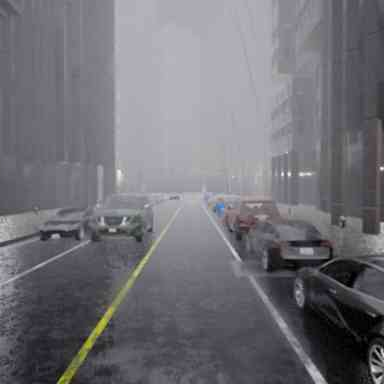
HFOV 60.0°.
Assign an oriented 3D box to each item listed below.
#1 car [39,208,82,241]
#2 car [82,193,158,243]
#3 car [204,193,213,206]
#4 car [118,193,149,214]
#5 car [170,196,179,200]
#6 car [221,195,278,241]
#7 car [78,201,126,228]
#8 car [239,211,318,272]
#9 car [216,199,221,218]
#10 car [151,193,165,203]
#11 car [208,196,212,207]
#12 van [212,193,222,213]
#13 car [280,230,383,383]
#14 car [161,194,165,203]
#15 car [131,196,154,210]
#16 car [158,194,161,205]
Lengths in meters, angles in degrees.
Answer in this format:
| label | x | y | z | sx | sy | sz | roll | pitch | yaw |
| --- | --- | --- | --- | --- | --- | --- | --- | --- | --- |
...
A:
| label | x | y | z | sx | sy | sz | roll | pitch | yaw |
| --- | --- | --- | --- | --- | --- | --- | --- | --- | --- |
| car | -5.668 | 1.447 | 15.983 | 1.947 | 1.339 | 4.313 | -1 | 0 | 0 |
| car | -3.094 | 1.105 | 15.718 | 2.150 | 2.045 | 5.566 | 0 | 0 | 0 |
| car | 2.871 | 1.191 | 44.272 | 1.752 | 1.417 | 4.829 | -1 | 0 | 0 |
| car | -5.662 | 1.069 | 32.855 | 2.192 | 1.841 | 5.009 | -1 | 0 | 0 |
| car | -2.974 | 0.875 | 57.389 | 1.895 | 1.301 | 4.718 | 0 | 0 | 0 |
| car | 2.855 | 1.197 | 15.980 | 2.192 | 1.841 | 5.009 | -1 | 0 | 0 |
| car | -5.666 | 1.384 | 21.607 | 1.887 | 1.381 | 4.507 | -1 | 0 | 0 |
| car | 2.855 | 1.489 | 10.357 | 1.947 | 1.339 | 4.313 | -1 | 0 | 0 |
| car | 2.860 | 1.384 | 21.605 | 1.887 | 1.381 | 4.507 | -1 | 0 | 0 |
| car | -5.650 | 1.018 | 55.353 | 1.967 | 1.590 | 4.097 | -1 | 0 | 0 |
| car | 2.866 | 1.336 | 32.854 | 1.802 | 1.307 | 4.206 | -1 | 0 | 0 |
| van | 2.861 | 1.138 | 27.228 | 1.690 | 1.788 | 3.998 | -1 | 0 | 0 |
| car | 2.852 | 1.531 | 4.733 | 1.947 | 1.339 | 4.313 | -1 | 0 | 0 |
| car | -5.652 | 1.188 | 49.731 | 1.947 | 1.339 | 4.313 | -1 | 0 | 0 |
| car | -5.657 | 1.255 | 38.481 | 1.887 | 1.381 | 4.507 | -1 | 0 | 0 |
| car | -5.655 | 1.217 | 44.105 | 2.008 | 1.369 | 4.403 | -1 | 0 | 0 |
